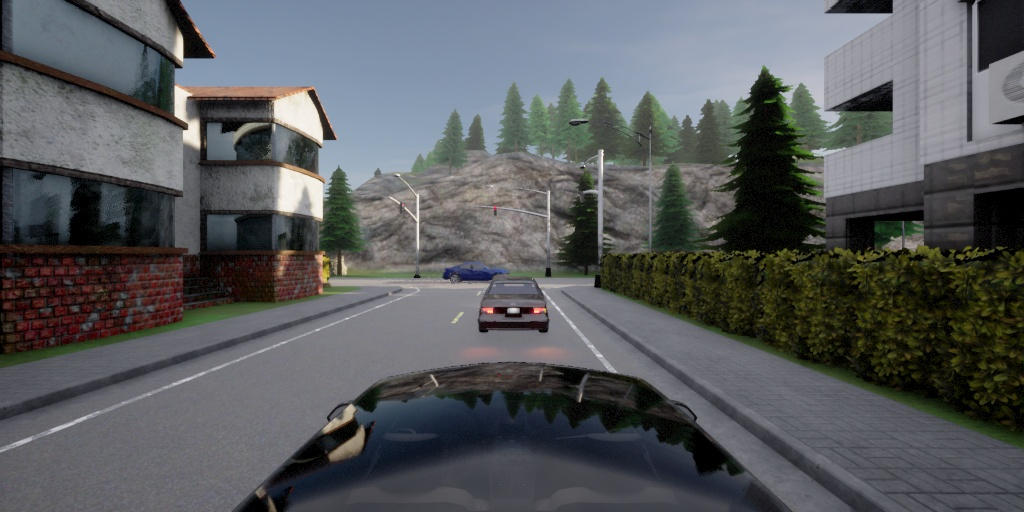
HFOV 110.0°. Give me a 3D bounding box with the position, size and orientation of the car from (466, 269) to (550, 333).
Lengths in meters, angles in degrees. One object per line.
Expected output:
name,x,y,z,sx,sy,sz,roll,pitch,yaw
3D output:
car,0.052,1.297,10.728,2.033,1.411,5.357,0,0,0

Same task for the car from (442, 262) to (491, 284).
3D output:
car,-2.639,1.227,26.740,5.008,1.535,1.882,0,0,1
